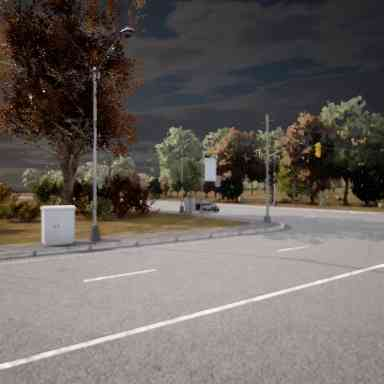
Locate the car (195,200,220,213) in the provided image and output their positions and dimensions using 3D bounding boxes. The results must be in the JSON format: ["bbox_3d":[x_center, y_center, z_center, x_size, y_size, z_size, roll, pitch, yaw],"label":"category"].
[{"bbox_3d":[1.212,1.565,36.593,1.994,1.385,4.181,0,0,-32],"label":"car"}]
